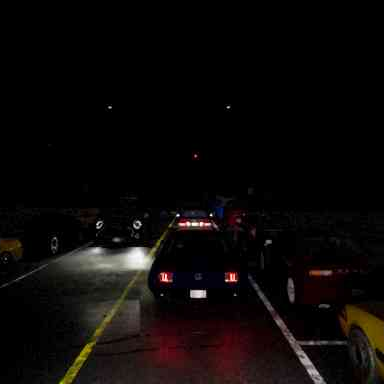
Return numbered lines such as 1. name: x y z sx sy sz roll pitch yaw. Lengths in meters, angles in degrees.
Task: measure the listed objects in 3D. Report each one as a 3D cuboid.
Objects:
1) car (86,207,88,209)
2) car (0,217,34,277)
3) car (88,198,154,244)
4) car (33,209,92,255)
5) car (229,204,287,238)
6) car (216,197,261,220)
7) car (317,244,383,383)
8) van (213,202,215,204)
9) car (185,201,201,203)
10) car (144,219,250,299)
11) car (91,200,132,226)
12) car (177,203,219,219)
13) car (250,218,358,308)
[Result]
1. car: -5.720 1.527 18.516 1.752 1.417 4.829 0 0 0
2. car: -5.747 1.525 7.641 1.752 1.417 4.829 0 0 0
3. car: -3.045 1.353 15.670 2.097 1.767 4.553 0 0 0
4. car: -5.733 1.566 13.249 1.947 1.339 4.313 0 0 0
5. car: 2.792 1.441 13.227 1.967 1.590 4.097 0 0 0
6. car: 2.806 1.316 18.665 2.192 1.841 5.009 0 0 0
7. car: 2.766 1.525 2.522 1.752 1.417 4.829 0 0 0
8. van: 2.833 1.345 29.540 1.690 1.788 3.998 0 0 0
9. car: 0.065 1.481 27.799 1.882 1.535 5.008 0 0 0
10. car: 0.121 1.601 8.381 1.895 1.301 4.718 0 0 0
11. car: -5.706 1.443 24.124 1.967 1.590 4.097 0 0 0
12. car: 0.141 1.549 17.972 2.033 1.411 5.357 0 0 0
13. car: 2.779 1.545 7.790 1.887 1.381 4.507 0 0 0
